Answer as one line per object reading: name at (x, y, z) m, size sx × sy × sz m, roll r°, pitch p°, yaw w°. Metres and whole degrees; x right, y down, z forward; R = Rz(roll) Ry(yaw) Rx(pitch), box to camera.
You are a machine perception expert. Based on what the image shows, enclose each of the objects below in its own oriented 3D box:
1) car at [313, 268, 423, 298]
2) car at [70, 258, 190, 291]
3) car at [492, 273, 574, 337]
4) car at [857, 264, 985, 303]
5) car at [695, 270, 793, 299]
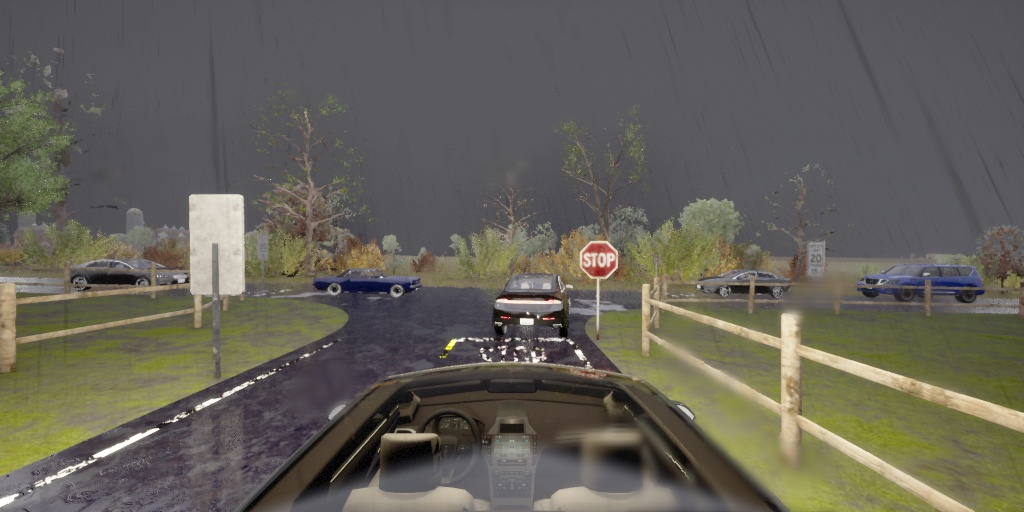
car at (-6.809, 1.248, 17.361) m, size 4.718 × 1.301 × 1.895 m, roll 1°, pitch 1°, yaw 0°
car at (-18.477, 0.885, 17.389) m, size 4.902 × 1.511 × 2.128 m, roll 1°, pitch 1°, yaw 0°
car at (0.714, 1.239, 10.323) m, size 2.128 × 1.511 × 4.902 m, roll 0°, pitch 0°, yaw 9°
car at (22.970, 1.467, 20.251) m, size 5.566 × 2.045 × 2.150 m, roll 1°, pitch 1°, yaw 0°
car at (13.020, 1.525, 20.271) m, size 4.902 × 1.511 × 2.128 m, roll 1°, pitch 1°, yaw 0°
